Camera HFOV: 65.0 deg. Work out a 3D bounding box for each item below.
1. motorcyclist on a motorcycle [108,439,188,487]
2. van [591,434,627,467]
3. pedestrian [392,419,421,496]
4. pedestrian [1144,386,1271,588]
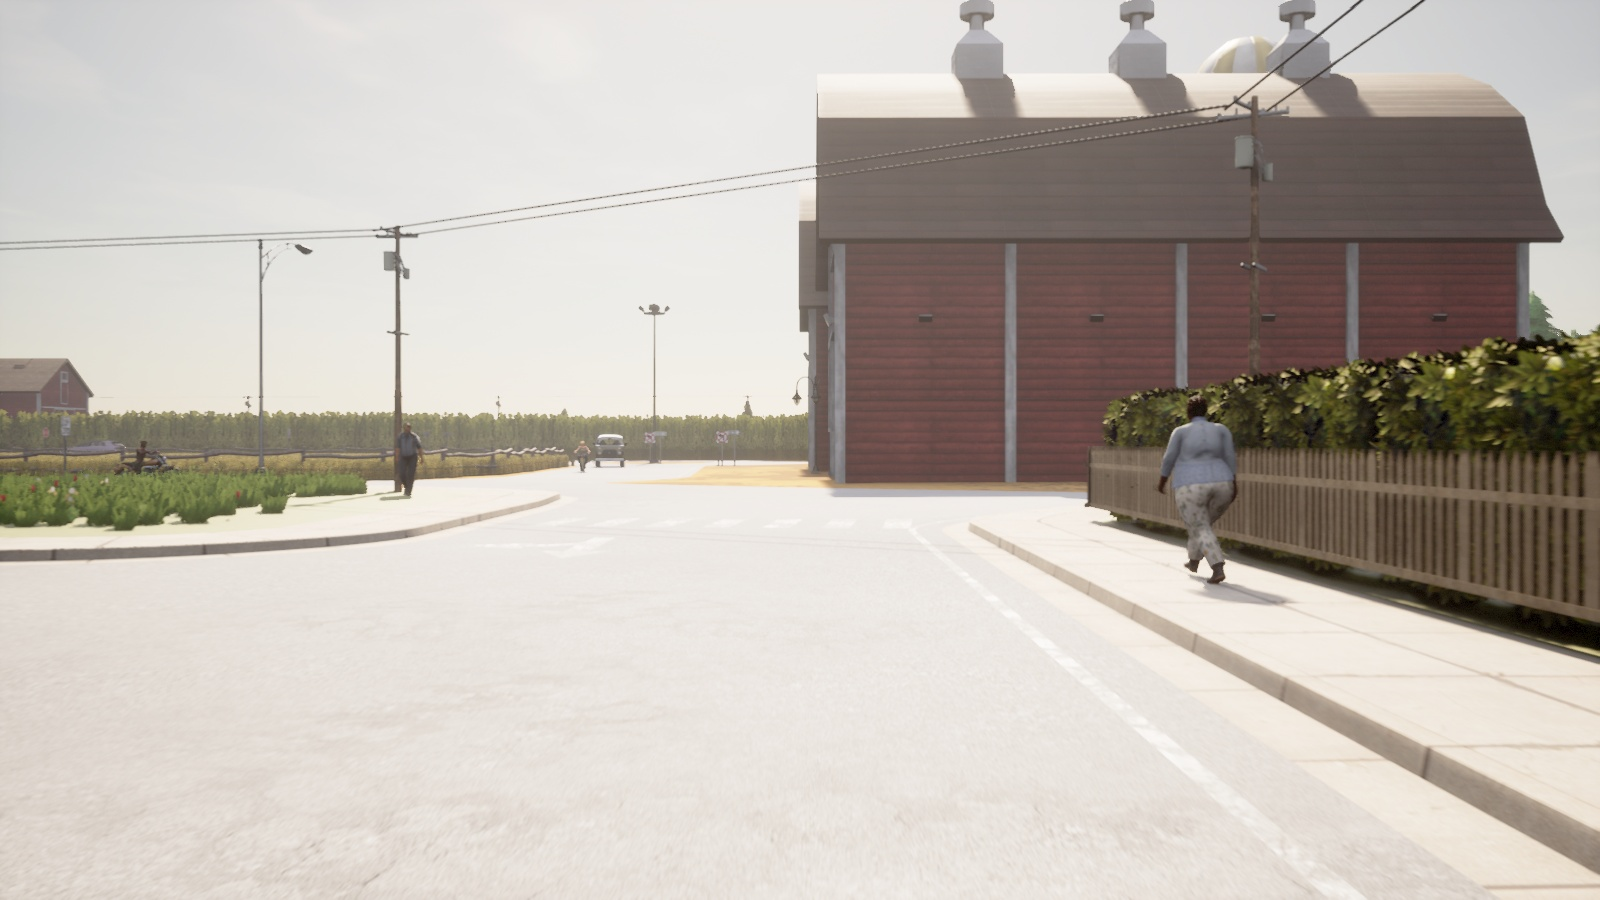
[{"bbox_3d":[-22.597,0.433,43.542,2.350,1.649,0.766,0,0,1],"label":"motorcyclist on a motorcycle"},{"bbox_3d":[-11.786,0.021,77.898,2.069,2.038,4.480,0,0,-7],"label":"van"},{"bbox_3d":[-9.545,0.188,30.461,0.540,1.848,0.694,0,0,-6],"label":"pedestrian"},{"bbox_3d":[3.877,0.337,12.025,0.874,1.855,0.900,0,0,-5],"label":"pedestrian"}]
